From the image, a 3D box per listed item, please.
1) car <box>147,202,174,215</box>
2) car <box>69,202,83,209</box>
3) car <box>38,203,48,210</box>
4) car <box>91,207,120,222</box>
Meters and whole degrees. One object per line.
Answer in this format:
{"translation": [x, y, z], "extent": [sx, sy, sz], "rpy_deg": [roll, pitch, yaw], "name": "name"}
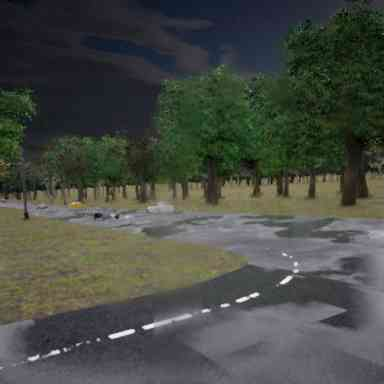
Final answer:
{"translation": [-3.934, 2.017, 41.224], "extent": [1.812, 1.442, 4.674], "rpy_deg": [-4, 1, -36], "name": "car"}
{"translation": [-24.226, 2.778, 69.327], "extent": [1.882, 1.535, 5.008], "rpy_deg": [-4, 1, -36], "name": "car"}
{"translation": [-33.818, 3.283, 75.321], "extent": [1.812, 1.442, 4.674], "rpy_deg": [-4, 1, -29], "name": "car"}
{"translation": [-9.806, 2.410, 37.397], "extent": [2.128, 1.511, 4.902], "rpy_deg": [-4, 1, -36], "name": "car"}
